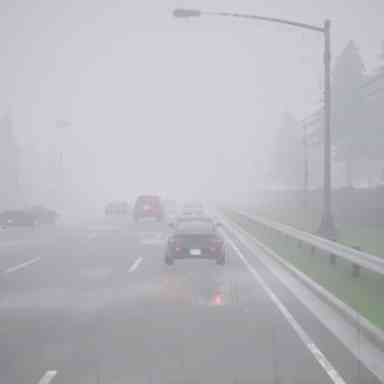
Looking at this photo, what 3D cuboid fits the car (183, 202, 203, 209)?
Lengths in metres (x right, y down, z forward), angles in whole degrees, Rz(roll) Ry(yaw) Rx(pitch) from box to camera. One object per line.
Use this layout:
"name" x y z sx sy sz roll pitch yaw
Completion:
"car" 0.101 1.658 32.090 1.895 1.301 4.718 0 0 0

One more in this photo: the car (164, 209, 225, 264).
"car" 0.102 1.547 11.827 1.812 1.442 4.674 0 0 0

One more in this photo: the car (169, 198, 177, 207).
"car" -3.393 1.616 51.429 1.812 1.442 4.674 0 0 0

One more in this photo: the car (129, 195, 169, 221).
"car" -3.399 1.271 27.428 2.150 2.045 5.566 0 0 0

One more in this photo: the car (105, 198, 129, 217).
"car" -6.899 1.549 31.749 2.128 1.511 4.902 0 0 0

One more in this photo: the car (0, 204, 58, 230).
"car" -10.399 1.516 21.553 1.882 1.535 5.008 0 0 0

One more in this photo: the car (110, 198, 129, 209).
"car" -10.394 1.611 48.057 1.812 1.442 4.674 0 0 0

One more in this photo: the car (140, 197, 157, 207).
"car" -6.897 1.587 53.690 2.128 1.511 4.902 0 0 0
